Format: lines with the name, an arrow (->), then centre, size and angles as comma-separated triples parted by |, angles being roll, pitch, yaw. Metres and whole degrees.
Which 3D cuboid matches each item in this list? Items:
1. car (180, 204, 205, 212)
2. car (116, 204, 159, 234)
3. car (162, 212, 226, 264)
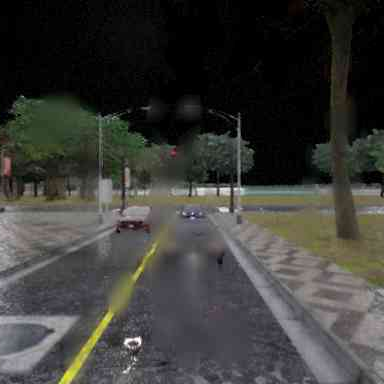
car -> 0.054, 1.609, 26.365 | 1.895, 1.301, 4.718 | 0, 0, 0
car -> -3.084, 1.484, 19.443 | 1.882, 1.535, 5.008 | 0, 0, 0
car -> 0.061, 1.605, 11.843 | 1.895, 1.301, 4.718 | 0, 0, 0
